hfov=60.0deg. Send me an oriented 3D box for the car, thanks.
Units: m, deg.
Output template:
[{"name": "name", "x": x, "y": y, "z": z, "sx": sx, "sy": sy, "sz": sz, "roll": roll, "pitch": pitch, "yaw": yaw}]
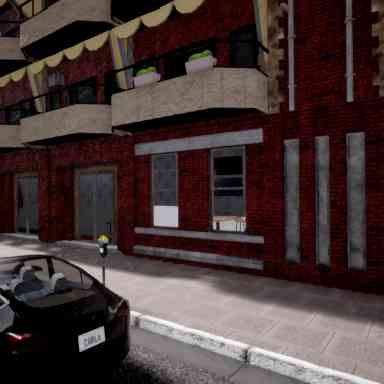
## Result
[{"name": "car", "x": -2.735, "y": 1.567, "z": 4.679, "sx": 4.313, "sy": 1.339, "sz": 1.947, "roll": 0, "pitch": -1, "yaw": 35}]
